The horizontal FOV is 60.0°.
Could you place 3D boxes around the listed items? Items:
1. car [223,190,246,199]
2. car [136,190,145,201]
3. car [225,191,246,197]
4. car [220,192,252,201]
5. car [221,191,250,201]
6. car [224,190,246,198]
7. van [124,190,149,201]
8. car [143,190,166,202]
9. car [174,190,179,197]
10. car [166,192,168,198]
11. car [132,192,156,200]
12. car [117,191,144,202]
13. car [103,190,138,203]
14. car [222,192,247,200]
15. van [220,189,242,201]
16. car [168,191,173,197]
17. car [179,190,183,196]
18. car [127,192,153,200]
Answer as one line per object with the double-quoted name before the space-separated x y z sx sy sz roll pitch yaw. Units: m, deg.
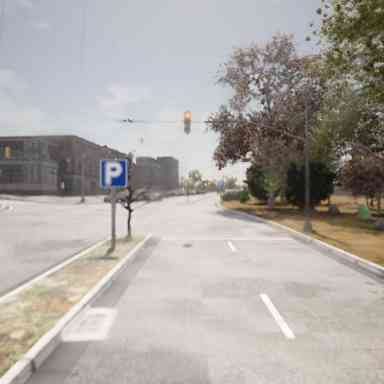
"car" 9.299 0.551 73.011 4.553 1.767 2.185 0 0 -12
"car" -10.922 0.870 55.699 5.366 1.575 1.946 -1 0 -15
"car" 11.019 0.604 84.725 4.792 1.488 2.163 0 1 -11
"car" 8.068 0.776 61.304 5.366 1.575 1.946 0 0 -13
"car" 7.539 0.677 58.308 4.553 1.767 2.185 0 0 -14
"car" 10.186 0.501 78.882 4.553 1.767 2.185 0 1 -11
"van" -10.376 0.602 61.690 4.442 1.987 1.878 -1 0 -14
"car" -6.240 0.873 56.130 2.128 1.511 4.902 0 1 6
"car" -6.808 0.615 88.594 5.008 1.535 2.097 -1 1 -11
"car" -8.620 0.751 76.646 4.674 1.452 2.002 -1 1 -12
"car" -9.788 0.822 67.660 4.674 1.452 2.002 -1 1 -13
"car" -10.835 0.728 58.650 4.553 1.767 2.185 -1 0 -14
"car" -11.561 0.937 52.706 4.792 1.488 2.163 -1 1 -15
"car" 8.571 0.768 67.144 4.674 1.452 2.002 0 0 -13
"van" 7.161 0.602 55.337 4.442 1.987 1.878 0 1 -14
"car" -8.175 0.435 79.650 5.566 2.045 2.435 -1 0 -12
"car" -5.778 0.440 94.552 4.553 1.767 2.185 -1 1 -10
"car" -10.154 0.807 64.663 4.892 1.521 2.231 -1 0 -14
